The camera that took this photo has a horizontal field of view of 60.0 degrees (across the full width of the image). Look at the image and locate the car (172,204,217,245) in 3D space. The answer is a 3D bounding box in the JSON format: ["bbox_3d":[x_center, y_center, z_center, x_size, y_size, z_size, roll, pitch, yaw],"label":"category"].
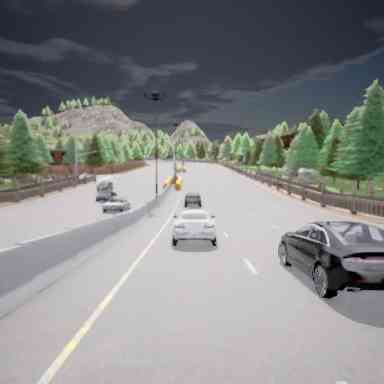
[{"bbox_3d":[0.099,1.488,15.179,1.812,1.442,4.674,0,0,0],"label":"car"}]

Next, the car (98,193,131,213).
[{"bbox_3d":[-7.094,1.181,31.497,1.895,1.301,4.718,0,3,0],"label":"car"}]

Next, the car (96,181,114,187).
[{"bbox_3d":[-14.040,-1.027,53.777,2.128,1.511,4.902,0,7,1],"label":"car"}]

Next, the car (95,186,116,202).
[{"bbox_3d":[-10.576,0.427,41.359,1.994,1.385,4.181,0,5,0],"label":"car"}]

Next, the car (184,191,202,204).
[{"bbox_3d":[0.098,0.665,37.686,2.128,1.511,4.902,0,4,0],"label":"car"}]

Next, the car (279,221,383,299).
[{"bbox_3d":[3.599,1.470,8.374,2.128,1.511,4.902,0,0,0],"label":"car"}]
